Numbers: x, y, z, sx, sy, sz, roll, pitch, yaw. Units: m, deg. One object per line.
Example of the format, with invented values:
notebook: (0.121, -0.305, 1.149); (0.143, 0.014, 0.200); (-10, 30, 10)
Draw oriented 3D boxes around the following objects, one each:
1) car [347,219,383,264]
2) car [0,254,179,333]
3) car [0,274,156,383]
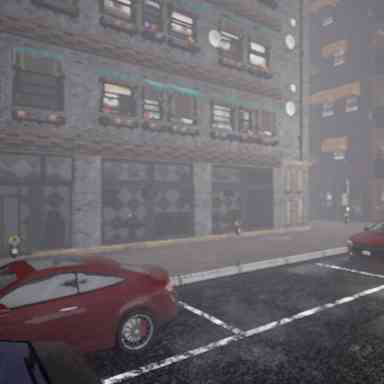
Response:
car: (6.940, 1.541, 11.052); (4.507, 1.381, 1.887); (0, 0, -36)
car: (-2.156, 1.582, 4.560); (4.206, 1.307, 1.802); (0, 0, -36)
car: (-2.350, 1.564, 1.381); (4.181, 1.385, 1.994); (0, 0, -35)
